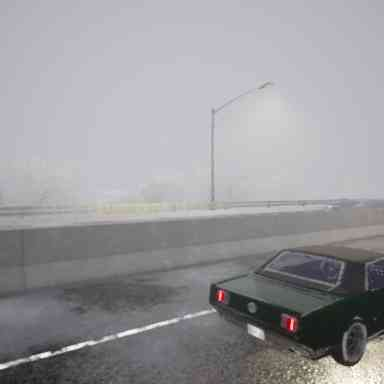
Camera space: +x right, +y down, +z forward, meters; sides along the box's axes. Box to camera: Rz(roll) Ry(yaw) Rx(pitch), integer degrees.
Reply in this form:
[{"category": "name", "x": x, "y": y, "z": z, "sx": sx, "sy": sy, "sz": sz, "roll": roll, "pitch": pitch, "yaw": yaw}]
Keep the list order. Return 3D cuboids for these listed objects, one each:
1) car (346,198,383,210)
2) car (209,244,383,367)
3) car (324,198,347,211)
[{"category": "car", "x": 18.421, "y": 1.519, "z": 33.876, "sx": 5.357, "sy": 1.411, "sz": 2.033, "roll": 0, "pitch": 0, "yaw": -34}, {"category": "car", "x": 2.679, "y": 1.595, "z": 5.770, "sx": 4.718, "sy": 1.301, "sz": 1.895, "roll": 0, "pitch": 0, "yaw": -35}, {"category": "car", "x": 16.730, "y": 1.461, "z": 36.952, "sx": 4.902, "sy": 1.511, "sz": 2.128, "roll": 0, "pitch": 0, "yaw": -34}]
